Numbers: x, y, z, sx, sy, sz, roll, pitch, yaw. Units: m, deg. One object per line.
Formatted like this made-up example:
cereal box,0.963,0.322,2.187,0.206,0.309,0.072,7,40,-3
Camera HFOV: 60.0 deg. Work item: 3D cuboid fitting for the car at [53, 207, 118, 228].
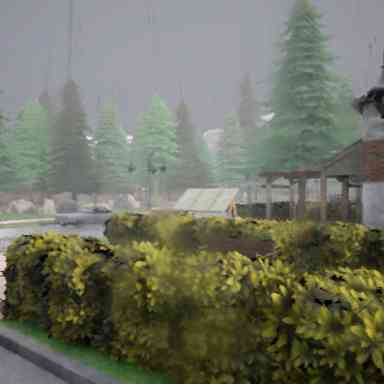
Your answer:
car,-7.380,1.762,23.872,1.895,1.301,4.718,0,0,36

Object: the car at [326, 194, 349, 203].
car,23.167,1.381,53.274,5.566,2.045,2.150,0,0,-40

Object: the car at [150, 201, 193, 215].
car,-1.875,1.638,31.475,1.882,1.535,5.008,0,0,36

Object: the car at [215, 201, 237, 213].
car,4.223,1.761,39.456,1.895,1.301,4.718,0,0,39
